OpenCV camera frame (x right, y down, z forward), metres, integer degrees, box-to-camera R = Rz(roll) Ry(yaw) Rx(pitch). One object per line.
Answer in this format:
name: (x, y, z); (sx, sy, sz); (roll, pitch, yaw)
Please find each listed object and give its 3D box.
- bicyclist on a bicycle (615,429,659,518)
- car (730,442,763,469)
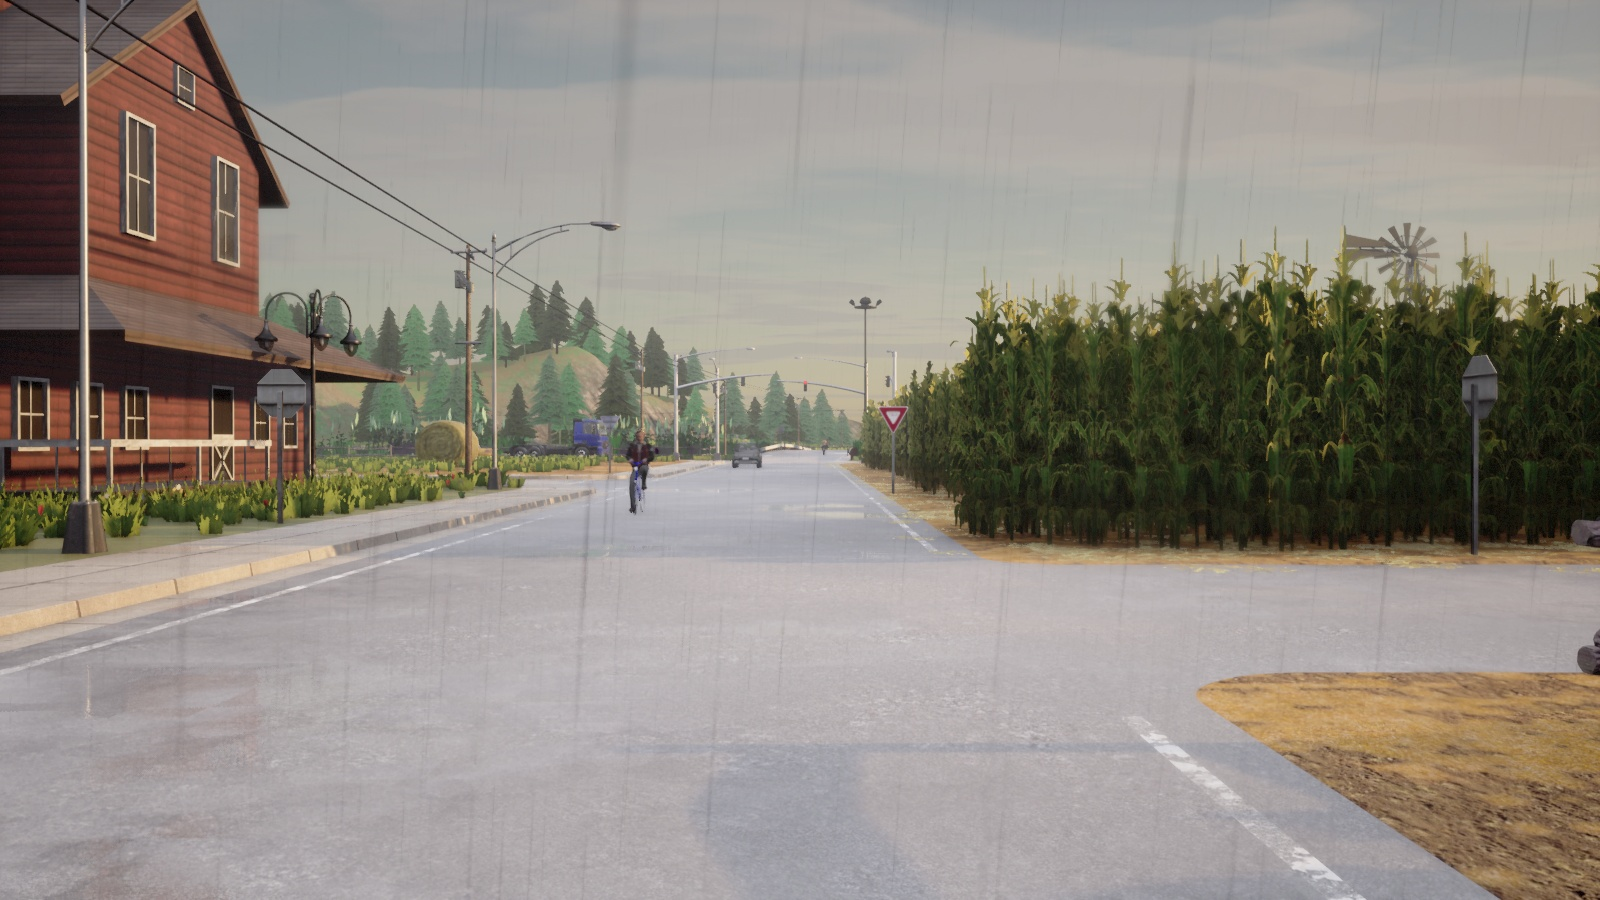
bicyclist on a bicycle: (-3.366, 0.467, 26.075); (0.659, 1.776, 1.843); (0, 0, 0)
car: (-3.144, 0.299, 74.919); (1.789, 1.549, 3.705); (0, 0, 0)
